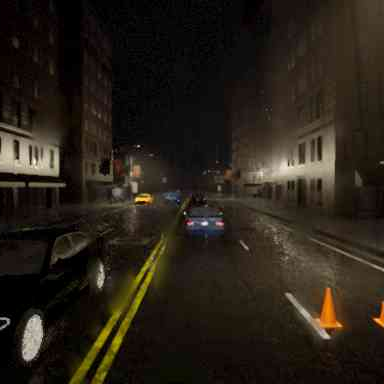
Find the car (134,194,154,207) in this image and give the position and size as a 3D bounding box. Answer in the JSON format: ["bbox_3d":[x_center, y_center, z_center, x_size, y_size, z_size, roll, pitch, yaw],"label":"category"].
[{"bbox_3d":[-6.015,1.026,42.049,1.882,1.535,5.008,0,0,0],"label":"car"}]

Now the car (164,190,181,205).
[{"bbox_3d":[-2.728,0.718,47.952,2.150,2.045,5.566,0,0,1],"label":"car"}]

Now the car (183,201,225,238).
[{"bbox_3d":[0.558,1.372,16.579,2.033,1.411,5.357,0,1,0],"label":"car"}]

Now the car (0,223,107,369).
[{"bbox_3d":[-2.940,1.410,5.844,1.882,1.535,5.008,0,1,0],"label":"car"}]

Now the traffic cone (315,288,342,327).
[{"bbox_3d":[2.277,1.899,5.560,0.340,0.580,0.340,0,1,0],"label":"traffic cone"}]

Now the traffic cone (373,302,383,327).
[{"bbox_3d":[3.278,1.901,5.555,0.340,0.580,0.340,0,1,0],"label":"traffic cone"}]

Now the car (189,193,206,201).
[{"bbox_3d":[0.668,0.923,40.948,2.097,1.767,4.553,0,1,0],"label":"car"}]

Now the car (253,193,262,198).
[{"bbox_3d":[16.381,0.815,77.484,4.313,1.339,1.947,0,1,1],"label":"car"}]
